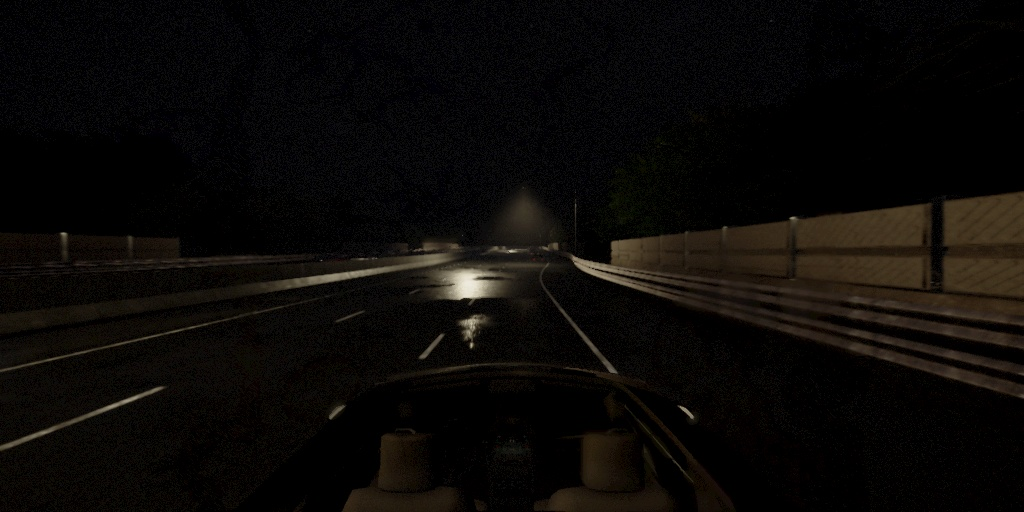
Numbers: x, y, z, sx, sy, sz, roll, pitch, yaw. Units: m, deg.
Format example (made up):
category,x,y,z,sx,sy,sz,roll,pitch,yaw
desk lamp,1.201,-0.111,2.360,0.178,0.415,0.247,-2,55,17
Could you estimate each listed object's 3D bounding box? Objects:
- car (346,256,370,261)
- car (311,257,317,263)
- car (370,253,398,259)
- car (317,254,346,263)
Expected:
category,x,y,z,sx,sy,sz,roll,pitch,yaw
car,-20.155,0.609,48.878,1.895,1.301,4.718,0,1,3
car,-26.383,0.459,50.723,1.837,1.490,4.892,0,2,-1
car,-16.693,0.384,48.045,2.097,1.767,4.553,0,1,3
car,-23.684,0.585,48.254,1.994,1.385,4.181,0,1,3
